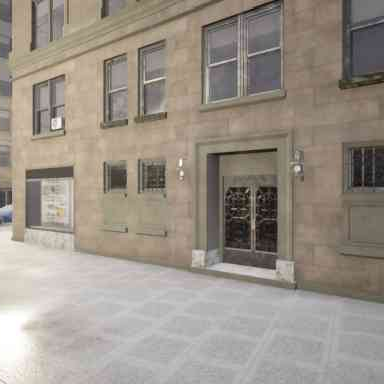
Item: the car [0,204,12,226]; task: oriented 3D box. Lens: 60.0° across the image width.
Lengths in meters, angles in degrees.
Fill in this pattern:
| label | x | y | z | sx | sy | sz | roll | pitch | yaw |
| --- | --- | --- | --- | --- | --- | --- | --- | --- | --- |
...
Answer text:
| label | x | y | z | sx | sy | sz | roll | pitch | yaw |
| --- | --- | --- | --- | --- | --- | --- | --- | --- | --- |
| car | -11.928 | 1.512 | 23.061 | 2.033 | 1.411 | 5.357 | 0 | 0 | 39 |
